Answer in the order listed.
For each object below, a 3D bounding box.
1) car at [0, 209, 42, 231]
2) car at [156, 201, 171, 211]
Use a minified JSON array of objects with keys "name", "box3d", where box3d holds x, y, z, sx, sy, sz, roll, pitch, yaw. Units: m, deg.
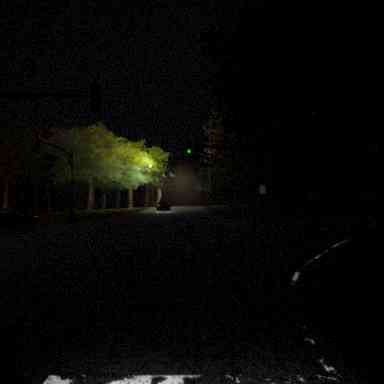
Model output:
[{"name":"car","box3d":[-12.826,1.954,22.546,4.902,1.511,2.128,-2,1,-10]},{"name":"car","box3d":[-4.270,2.156,50.041,1.837,1.490,4.892,0,1,-1]}]
